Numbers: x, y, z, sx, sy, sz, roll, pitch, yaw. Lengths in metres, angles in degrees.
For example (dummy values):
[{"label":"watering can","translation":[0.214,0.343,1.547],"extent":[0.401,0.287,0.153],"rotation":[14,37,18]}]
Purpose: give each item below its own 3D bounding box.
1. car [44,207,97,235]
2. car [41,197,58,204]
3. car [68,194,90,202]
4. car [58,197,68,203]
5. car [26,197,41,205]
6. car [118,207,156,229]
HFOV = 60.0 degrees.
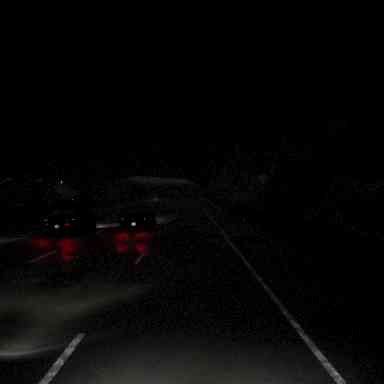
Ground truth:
[{"label":"car","translation":[-6.957,1.580,19.366],"extent":[1.812,1.442,4.674],"rotation":[0,0,0]},{"label":"car","translation":[-28.218,1.737,67.893],"extent":[2.128,1.511,4.902],"rotation":[0,0,0]},{"label":"car","translation":[-21.207,1.375,63.682],"extent":[2.150,2.045,5.566],"rotation":[0,0,0]},{"label":"car","translation":[-24.716,1.712,67.488],"extent":[2.128,1.511,4.902],"rotation":[0,0,0]},{"label":"car","translation":[-31.716,1.737,67.465],"extent":[1.837,1.490,4.892],"rotation":[0,0,0]},{"label":"car","translation":[-3.466,1.631,21.971],"extent":[1.895,1.301,4.718],"rotation":[0,0,0]}]
